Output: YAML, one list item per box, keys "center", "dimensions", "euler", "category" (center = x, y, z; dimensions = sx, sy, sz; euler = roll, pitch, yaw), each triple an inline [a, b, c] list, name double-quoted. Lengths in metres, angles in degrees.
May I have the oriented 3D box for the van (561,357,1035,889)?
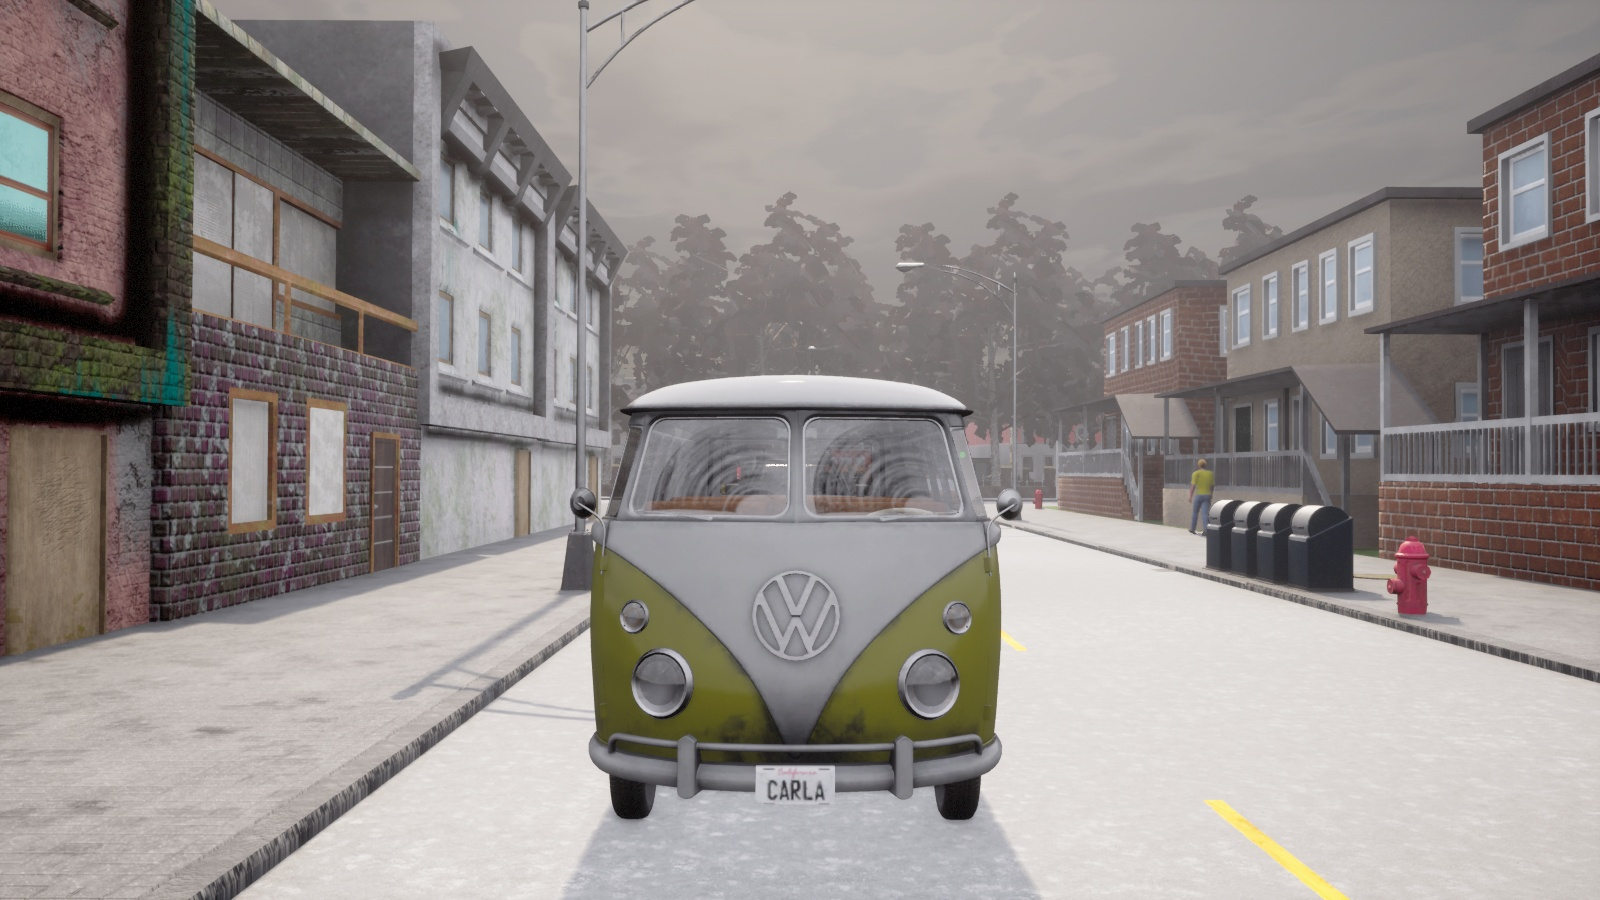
- center: [-0.016, 0.684, 6.936]
  dimensions: [1.775, 1.987, 4.442]
  euler: [0, -1, 0]
  category: "van"

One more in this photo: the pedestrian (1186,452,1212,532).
- center: [9.279, 0.976, 29.181]
  dimensions: [0.354, 1.836, 0.706]
  euler: [0, -1, -1]
  category: "pedestrian"
